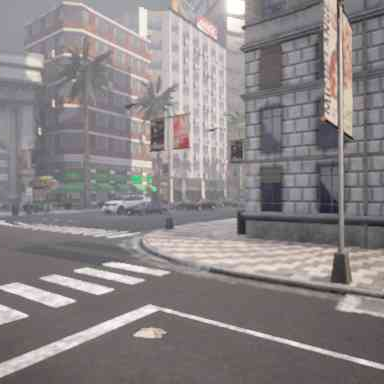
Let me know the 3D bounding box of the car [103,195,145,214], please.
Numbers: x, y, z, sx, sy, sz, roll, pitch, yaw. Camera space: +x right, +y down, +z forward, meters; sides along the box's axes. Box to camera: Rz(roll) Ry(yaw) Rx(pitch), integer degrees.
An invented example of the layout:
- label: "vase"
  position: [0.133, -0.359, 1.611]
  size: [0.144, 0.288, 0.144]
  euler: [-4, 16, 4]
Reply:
- label: "car"
  position: [-7.440, 1.379, 37.662]
  size: [2.150, 2.045, 5.566]
  euler: [0, 0, 36]

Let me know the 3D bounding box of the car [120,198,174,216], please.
- label: "car"
  position: [-4.727, 1.685, 35.463]
  size: [2.033, 1.411, 5.357]
  euler: [0, 0, 36]

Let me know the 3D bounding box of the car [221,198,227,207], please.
- label: "car"
  position: [5.238, 1.642, 53.402]
  size: [4.902, 1.511, 2.128]
  euler: [0, 0, -44]

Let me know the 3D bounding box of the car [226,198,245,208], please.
- label: "car"
  position: [7.792, 1.695, 51.018]
  size: [4.181, 1.385, 1.994]
  euler: [0, 0, -43]

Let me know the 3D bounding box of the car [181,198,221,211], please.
- label: "car"
  position: [1.248, 1.614, 43.432]
  size: [1.882, 1.535, 5.008]
  euler: [0, 0, 38]

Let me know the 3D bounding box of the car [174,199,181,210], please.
- label: "car"
  position: [-1.426, 1.681, 45.654]
  size: [1.812, 1.442, 4.674]
  euler: [0, 0, 37]
